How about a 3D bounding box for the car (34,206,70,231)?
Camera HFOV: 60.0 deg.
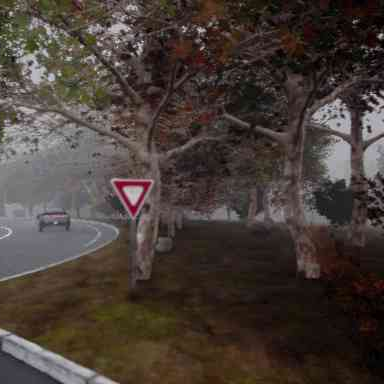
[{"bbox_3d":[-9.613,1.739,22.764,2.128,1.511,4.902,0,-1,-29],"label":"car"}]
